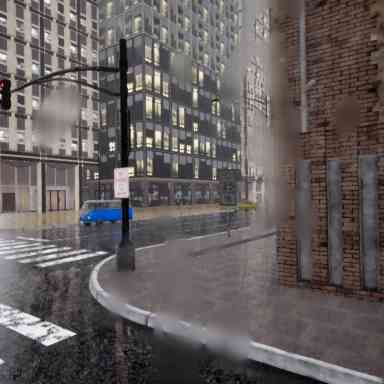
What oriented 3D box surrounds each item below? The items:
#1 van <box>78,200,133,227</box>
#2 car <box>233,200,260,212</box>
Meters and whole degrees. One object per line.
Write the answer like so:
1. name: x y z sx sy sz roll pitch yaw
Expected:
1. van: -6.020 1.460 23.488 1.690 1.788 3.998 -2 -1 36
2. car: 6.812 1.689 41.400 1.752 1.417 4.829 -2 -1 36
